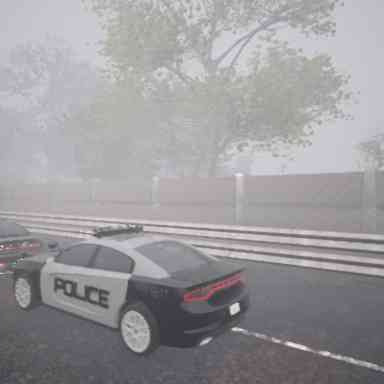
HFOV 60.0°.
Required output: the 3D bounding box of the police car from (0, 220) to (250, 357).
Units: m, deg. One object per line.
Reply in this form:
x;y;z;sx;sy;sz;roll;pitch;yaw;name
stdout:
-1.488;1.459;6.250;5.238;1.638;1.930;0;0;36;police car
